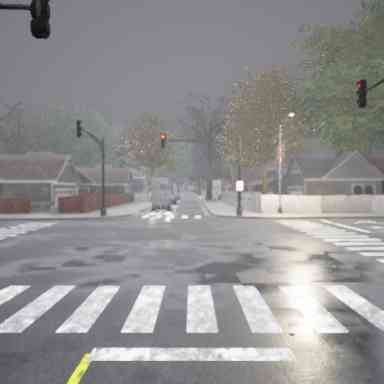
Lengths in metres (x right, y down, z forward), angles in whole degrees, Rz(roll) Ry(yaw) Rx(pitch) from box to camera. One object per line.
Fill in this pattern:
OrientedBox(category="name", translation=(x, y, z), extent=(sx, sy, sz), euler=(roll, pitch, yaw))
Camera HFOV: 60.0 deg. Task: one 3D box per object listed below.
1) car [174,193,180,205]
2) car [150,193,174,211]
OrientedBox(category="car", translation=(-3.125, 0.999, 47.420), extent=(1.882, 1.535, 5.008), euler=(0, 1, 0))
OrientedBox(category="car", translation=(-3.102, 1.154, 34.221), extent=(1.837, 1.490, 4.892), euler=(0, 1, -2))
